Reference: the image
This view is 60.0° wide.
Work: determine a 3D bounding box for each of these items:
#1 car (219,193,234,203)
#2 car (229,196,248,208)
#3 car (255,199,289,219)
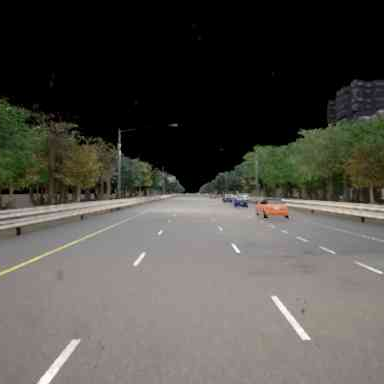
[{"bbox_3d":[7.141,1.566,68.153,1.837,1.490,4.892,0,0,0],"label":"car"},{"bbox_3d":[7.062,1.533,49.513,1.882,1.535,5.008,0,0,0],"label":"car"},{"bbox_3d":[7.010,1.368,29.606,2.097,1.767,4.553,0,0,0],"label":"car"}]
